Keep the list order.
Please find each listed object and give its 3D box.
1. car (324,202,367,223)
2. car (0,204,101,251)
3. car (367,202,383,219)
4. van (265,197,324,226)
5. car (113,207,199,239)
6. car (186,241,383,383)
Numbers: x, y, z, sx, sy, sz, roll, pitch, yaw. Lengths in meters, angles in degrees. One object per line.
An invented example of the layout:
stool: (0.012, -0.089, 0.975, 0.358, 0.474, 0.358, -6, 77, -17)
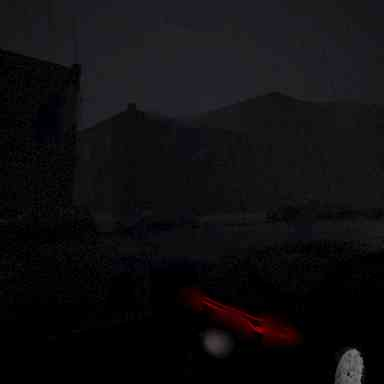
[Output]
car: (11.682, 1.614, 27.026, 4.792, 1.488, 2.163, 0, 0, -36)
car: (-6.328, 1.346, 14.109, 4.553, 1.767, 2.185, 0, 0, -36)
car: (16.139, 1.652, 30.242, 4.674, 1.452, 2.002, 0, -2, -36)
van: (7.124, 1.330, 23.755, 4.442, 1.987, 1.878, 0, 0, -36)
car: (-1.761, 1.540, 17.385, 4.674, 1.452, 2.002, 0, 0, -36)
car: (2.258, 1.500, 5.051, 5.008, 1.535, 1.882, 0, 0, -36)
